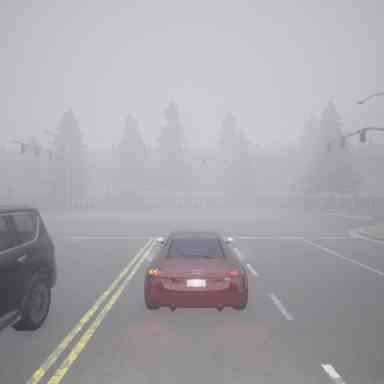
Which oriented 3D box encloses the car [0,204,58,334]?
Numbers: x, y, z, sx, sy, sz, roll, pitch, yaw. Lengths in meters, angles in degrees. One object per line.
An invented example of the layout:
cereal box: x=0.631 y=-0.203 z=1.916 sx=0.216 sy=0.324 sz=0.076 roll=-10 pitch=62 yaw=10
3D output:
car: x=-3.571 y=1.222 z=3.954 sx=2.150 sy=2.045 sz=5.566 roll=0 pitch=0 yaw=0

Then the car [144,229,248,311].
car: x=0.075 y=1.563 z=7.826 sx=1.994 sy=1.385 sz=4.181 roll=0 pitch=0 yaw=0
